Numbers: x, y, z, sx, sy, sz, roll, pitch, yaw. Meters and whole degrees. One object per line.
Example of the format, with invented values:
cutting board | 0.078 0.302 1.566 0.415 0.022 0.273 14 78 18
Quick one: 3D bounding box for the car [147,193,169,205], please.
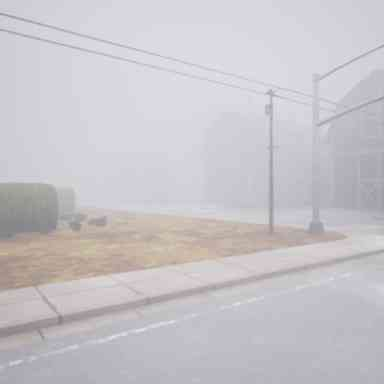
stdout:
car | -5.795 1.114 56.342 3.866 1.878 1.905 -2 5 11
